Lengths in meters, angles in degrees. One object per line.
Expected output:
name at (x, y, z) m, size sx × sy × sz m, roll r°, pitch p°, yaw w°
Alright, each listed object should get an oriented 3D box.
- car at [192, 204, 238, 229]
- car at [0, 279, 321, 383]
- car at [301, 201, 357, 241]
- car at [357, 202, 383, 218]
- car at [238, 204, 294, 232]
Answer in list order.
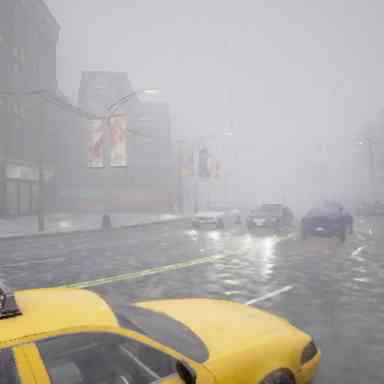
car at (1.730, 1.510, 21.783) m, size 1.812 × 1.442 × 4.674 m, roll 0°, pitch 0°, yaw 30°
car at (-1.097, 1.453, 2.544) m, size 5.366 × 1.575 × 1.801 m, roll 0°, pitch 0°, yaw -37°
car at (6.907, 1.469, 16.752) m, size 1.882 × 1.535 × 5.008 m, roll 0°, pitch 0°, yaw 31°
car at (16.179, 1.551, 29.988) m, size 1.994 × 1.385 × 4.181 m, roll 0°, pitch 0°, yaw 14°
car at (4.850, 1.481, 20.184) m, size 2.128 × 1.511 × 4.902 m, roll 0°, pitch 0°, yaw 29°
